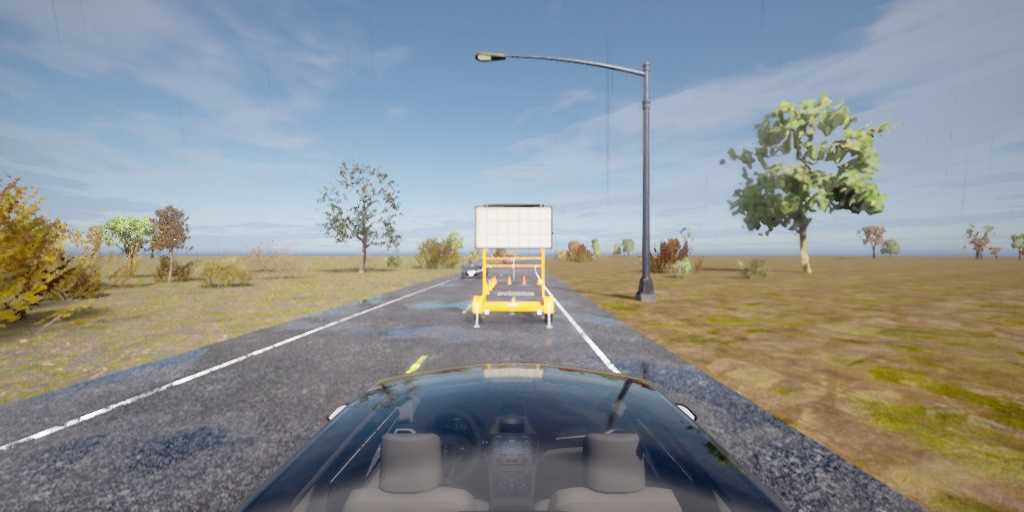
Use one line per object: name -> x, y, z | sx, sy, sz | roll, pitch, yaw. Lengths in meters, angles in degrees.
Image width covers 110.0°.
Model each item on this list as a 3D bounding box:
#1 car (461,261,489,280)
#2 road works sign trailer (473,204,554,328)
car -> -3.046, 1.143, 30.042 | 2.128, 1.511, 4.902 | 0, 0, 2
road works sign trailer -> 0.057, 0.181, 11.271 | 2.380, 3.560, 2.880 | 0, 0, 1
